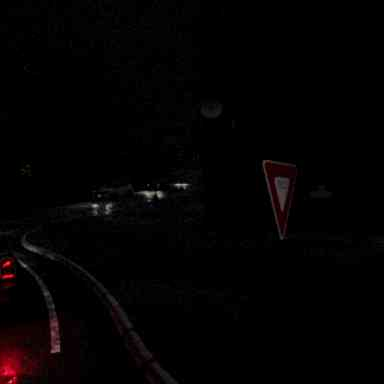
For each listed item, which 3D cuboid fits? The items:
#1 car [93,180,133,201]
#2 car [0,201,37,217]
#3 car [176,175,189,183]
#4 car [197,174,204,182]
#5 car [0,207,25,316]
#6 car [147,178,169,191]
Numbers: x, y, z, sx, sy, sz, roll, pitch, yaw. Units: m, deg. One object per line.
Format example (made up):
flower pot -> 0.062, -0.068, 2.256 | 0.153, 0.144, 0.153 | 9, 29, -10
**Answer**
car -> -8.739, -0.178, 37.257 | 2.150, 2.045, 5.566 | 0, 5, 20
car -> -14.157, 1.367, 24.692 | 1.895, 1.301, 4.718 | 0, 3, 27
car -> -1.689, -2.634, 63.601 | 1.994, 1.385, 4.181 | 0, 5, 8
car -> 2.111, -2.989, 68.380 | 1.882, 1.535, 5.008 | 0, 5, 5
car -> -4.957, 1.382, 6.968 | 2.097, 1.767, 4.553 | 0, 0, -34
car -> -4.942, -1.226, 48.845 | 2.097, 1.767, 4.553 | 0, 5, 15
